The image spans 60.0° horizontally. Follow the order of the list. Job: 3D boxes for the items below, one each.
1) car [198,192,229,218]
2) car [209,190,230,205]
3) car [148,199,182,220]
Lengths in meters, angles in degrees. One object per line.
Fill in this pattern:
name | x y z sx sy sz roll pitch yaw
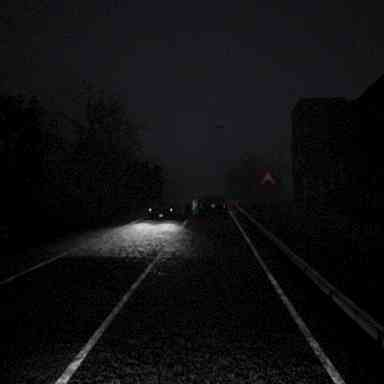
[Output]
car | 1.586 0.914 25.175 2.097 1.767 4.553 0 2 4
car | 3.573 0.693 42.692 1.882 1.535 5.008 -1 3 15
car | -1.912 1.221 24.251 1.895 1.301 4.718 0 1 4
